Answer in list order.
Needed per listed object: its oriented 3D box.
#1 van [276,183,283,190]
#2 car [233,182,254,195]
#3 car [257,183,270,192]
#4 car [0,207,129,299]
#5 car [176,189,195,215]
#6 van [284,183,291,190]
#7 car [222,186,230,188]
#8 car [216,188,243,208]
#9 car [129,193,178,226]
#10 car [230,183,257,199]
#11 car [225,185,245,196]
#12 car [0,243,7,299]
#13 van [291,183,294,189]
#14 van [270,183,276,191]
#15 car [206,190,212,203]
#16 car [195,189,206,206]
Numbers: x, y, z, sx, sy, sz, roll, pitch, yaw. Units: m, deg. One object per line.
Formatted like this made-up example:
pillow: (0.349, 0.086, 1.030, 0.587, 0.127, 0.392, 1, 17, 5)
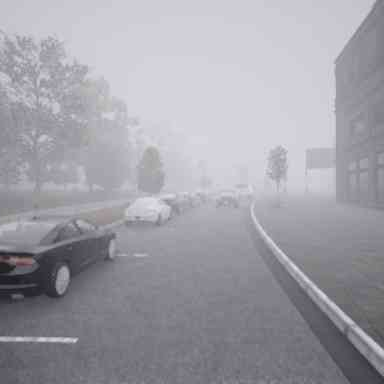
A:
van: (20.311, -1.310, 82.110, 1.878, 1.987, 4.442, -3, 1, 33)
car: (9.691, -0.708, 62.357, 2.435, 2.045, 5.566, -3, 1, 24)
car: (14.704, -0.795, 72.530, 1.946, 1.575, 5.366, -3, 1, 30)
car: (-3.377, 1.278, 8.164, 2.097, 1.535, 5.008, 1, 2, 5)
car: (-1.465, 0.791, 24.811, 2.097, 1.535, 5.008, -1, 2, 10)
van: (23.397, -1.445, 86.771, 1.878, 1.987, 4.442, -3, 1, 34)
car: (5.521, -0.105, 51.959, 2.231, 1.521, 4.892, -3, 1, 21)
car: (3.259, 0.625, 29.744, 1.812, 1.442, 4.674, 0, 2, 11)
car: (-2.367, 1.021, 18.647, 2.002, 1.452, 4.674, -1, 2, 8)
car: (6.913, -0.155, 44.009, 2.150, 2.045, 5.566, 0, 2, 17)
car: (7.515, -0.280, 57.180, 2.231, 1.521, 4.892, -3, 1, 22)
car: (-3.465, 1.518, 2.025, 2.002, 1.452, 4.674, -2, 1, 0)
van: (26.627, -1.573, 91.320, 1.878, 1.987, 4.442, -2, 1, 35)
van: (17.387, -1.166, 77.343, 1.878, 1.987, 4.442, -3, 1, 28)
car: (0.939, 0.391, 36.595, 2.097, 1.535, 5.008, 0, 2, 14)
car: (-0.458, 0.595, 30.427, 2.231, 1.521, 4.892, 0, 2, 12)
